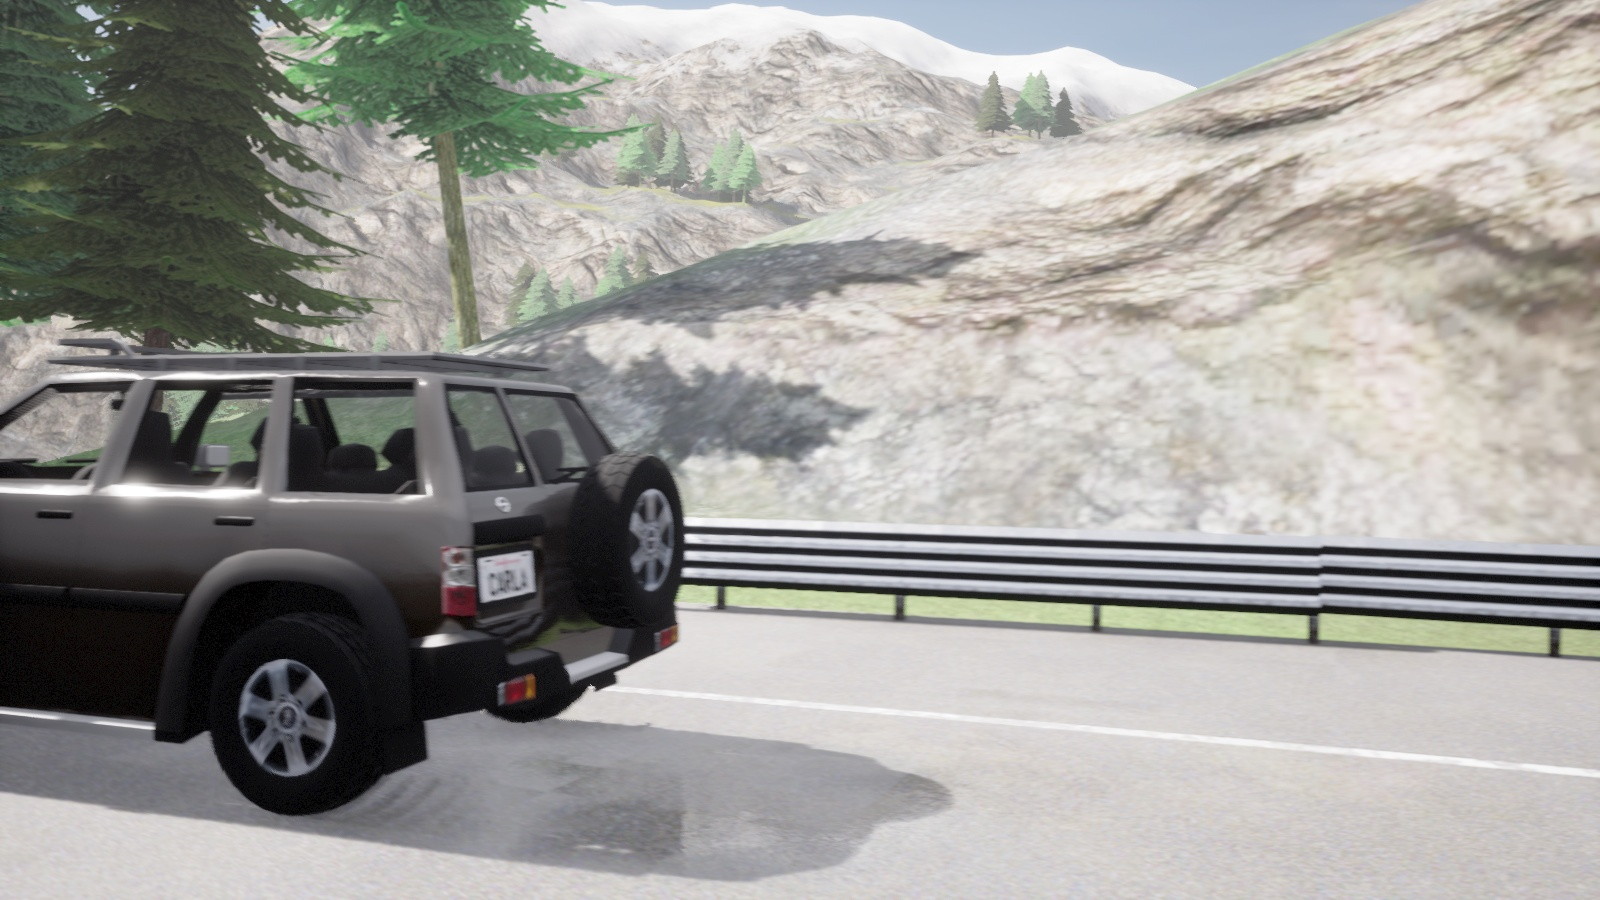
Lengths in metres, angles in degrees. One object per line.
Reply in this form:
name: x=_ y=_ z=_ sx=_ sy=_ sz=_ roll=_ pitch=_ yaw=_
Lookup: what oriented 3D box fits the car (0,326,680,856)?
car: x=-3.091 y=0.494 z=6.023 sx=4.605 sy=1.855 sz=1.932 roll=0 pitch=0 yaw=18
